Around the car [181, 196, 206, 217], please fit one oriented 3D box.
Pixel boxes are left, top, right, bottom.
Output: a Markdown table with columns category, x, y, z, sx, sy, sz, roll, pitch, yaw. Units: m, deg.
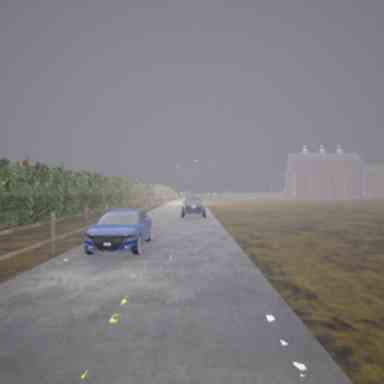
| category | x | y | z | sx | sy | sz | roll | pitch | yaw |
| --- | --- | --- | --- | --- | --- | --- | --- | --- | --- |
| car | 0.152 | 1.229 | 29.455 | 2.097 | 1.767 | 4.553 | 0 | 0 | 1 |

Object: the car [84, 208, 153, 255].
| category | x | y | z | sx | sy | sz | roll | pitch | yaw |
| --- | --- | --- | --- | --- | --- | --- | --- | --- | --- |
| car | -2.728 | 1.428 | 13.281 | 1.882 | 1.535 | 5.008 | 0 | 0 | 1 |

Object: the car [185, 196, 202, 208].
| category | x | y | z | sx | sy | sz | roll | pitch | yaw |
| --- | --- | --- | --- | --- | --- | --- | --- | --- | --- |
| car | 0.200 | 1.303 | 45.364 | 2.128 | 1.511 | 4.902 | 0 | 0 | 1 |
